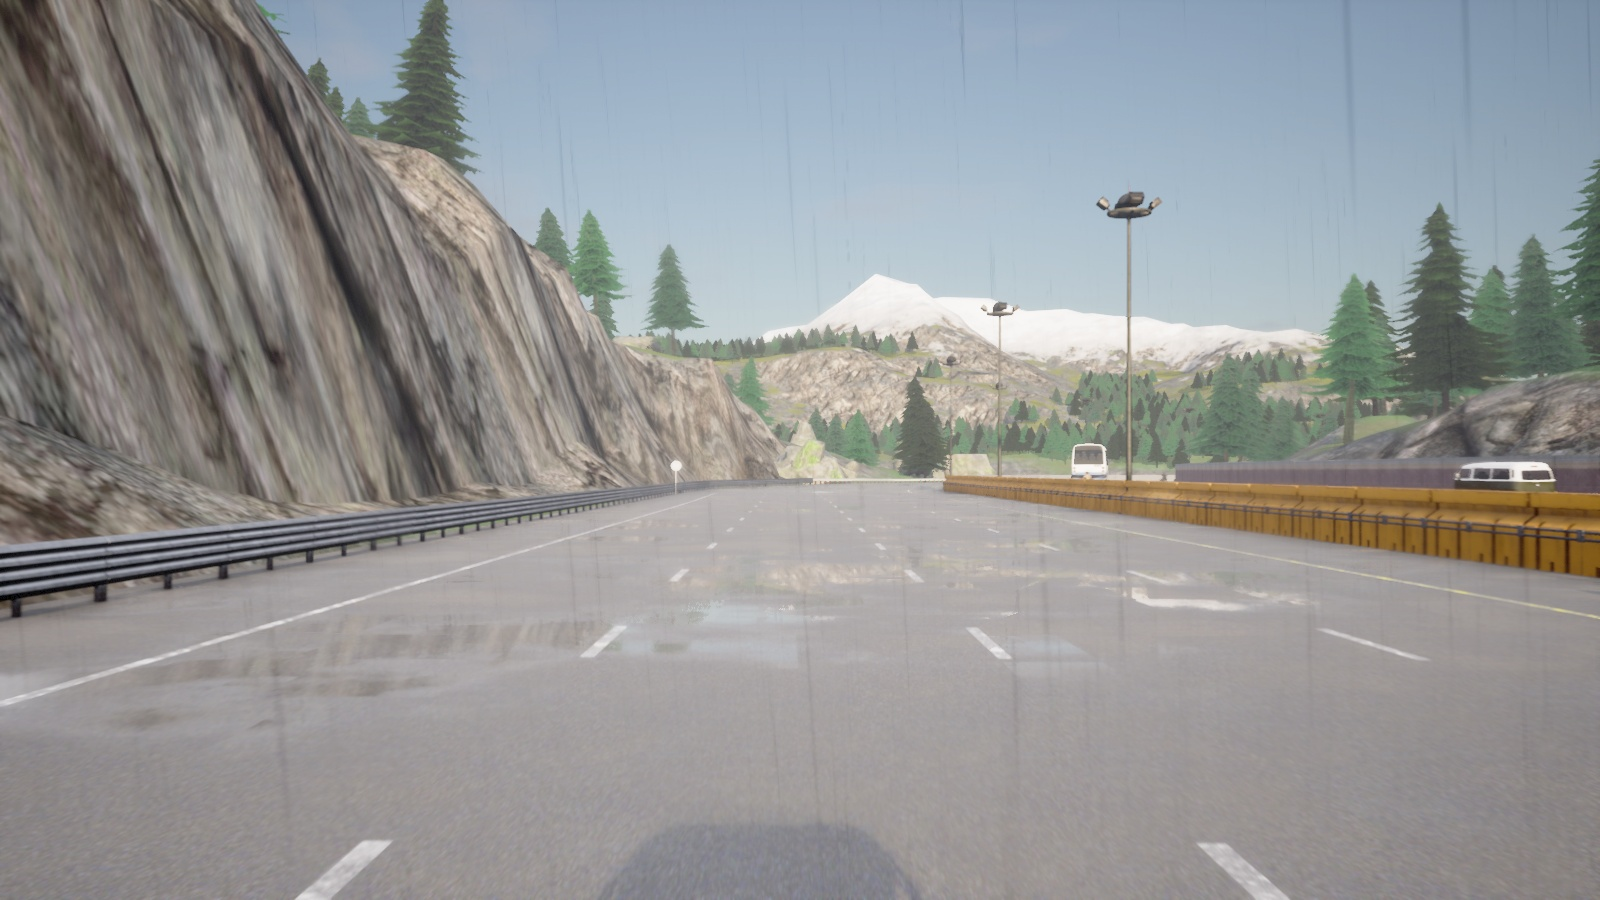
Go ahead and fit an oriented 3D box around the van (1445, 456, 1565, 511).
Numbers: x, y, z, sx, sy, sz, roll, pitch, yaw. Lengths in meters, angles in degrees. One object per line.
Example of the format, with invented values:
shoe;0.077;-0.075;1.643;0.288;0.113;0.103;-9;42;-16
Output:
van;27.825;1.265;49.747;2.069;2.038;4.480;-1;0;-3
